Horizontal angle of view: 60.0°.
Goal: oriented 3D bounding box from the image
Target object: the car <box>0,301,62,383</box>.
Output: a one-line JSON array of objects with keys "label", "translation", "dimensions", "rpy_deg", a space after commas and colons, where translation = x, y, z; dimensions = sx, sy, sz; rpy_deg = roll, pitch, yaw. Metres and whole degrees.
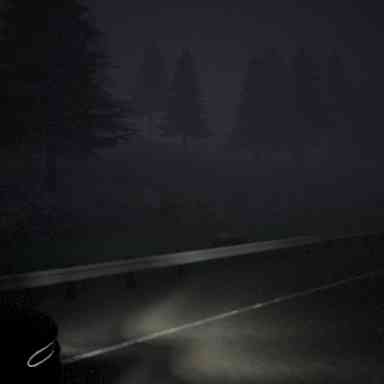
[{"label": "car", "translation": [-3.666, 1.578, 2.583], "dimensions": [5.008, 1.535, 1.882], "rpy_deg": [0, -1, -37]}]
